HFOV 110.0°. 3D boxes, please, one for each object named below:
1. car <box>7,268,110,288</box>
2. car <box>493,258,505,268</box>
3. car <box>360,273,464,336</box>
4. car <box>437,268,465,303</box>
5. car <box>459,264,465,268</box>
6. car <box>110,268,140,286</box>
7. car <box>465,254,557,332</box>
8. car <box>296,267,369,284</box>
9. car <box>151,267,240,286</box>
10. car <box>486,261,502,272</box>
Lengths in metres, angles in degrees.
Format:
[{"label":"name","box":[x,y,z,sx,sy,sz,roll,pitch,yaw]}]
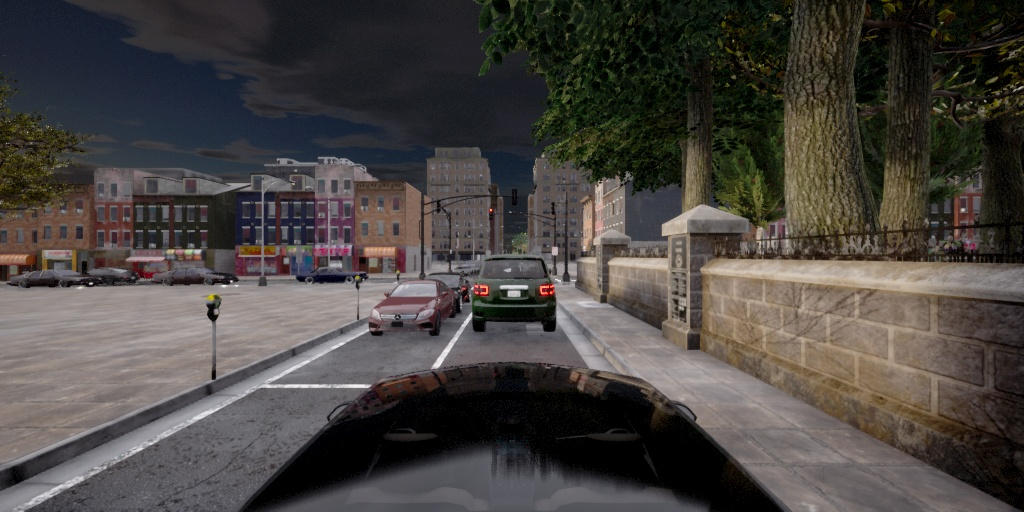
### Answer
[{"label":"car","box":[-34.135,1.720,26.847,5.357,1.411,2.033,-1,0,1]},{"label":"car","box":[-2.270,1.216,63.722,1.882,1.535,5.008,0,0,0]},{"label":"car","box":[-2.637,1.332,10.336,1.802,1.307,4.207,0,0,0]},{"label":"car","box":[-2.637,1.316,13.999,1.948,1.339,4.313,0,0,0]},{"label":"car","box":[-3.786,1.325,32.914,1.994,1.385,4.181,0,1,22]},{"label":"car","box":[-33.799,1.692,29.781,4.674,1.442,1.812,-1,0,0]},{"label":"car","box":[0.076,0.971,11.015,2.150,2.045,5.566,0,0,1]},{"label":"car","box":[-13.357,1.480,26.900,4.718,1.301,1.895,-1,0,0]},{"label":"car","box":[-23.690,1.556,26.867,5.357,1.411,2.033,-1,0,0]},{"label":"car","box":[-2.289,1.343,47.363,1.895,1.301,4.718,0,0,0]}]
